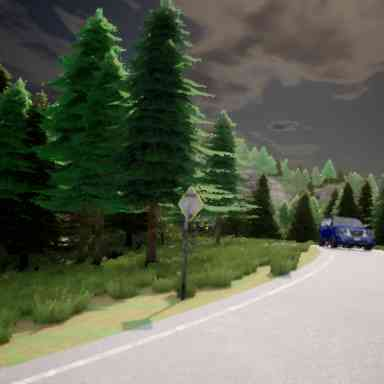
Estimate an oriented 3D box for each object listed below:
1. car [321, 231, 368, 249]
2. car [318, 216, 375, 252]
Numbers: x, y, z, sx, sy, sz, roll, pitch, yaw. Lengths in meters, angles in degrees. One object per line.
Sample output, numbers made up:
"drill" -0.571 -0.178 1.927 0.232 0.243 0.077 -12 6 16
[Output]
"car" 13.128 4.131 28.977 1.994 1.385 4.181 4 -8 -3
"car" 9.642 2.589 21.217 2.150 2.045 5.566 3 -6 10
